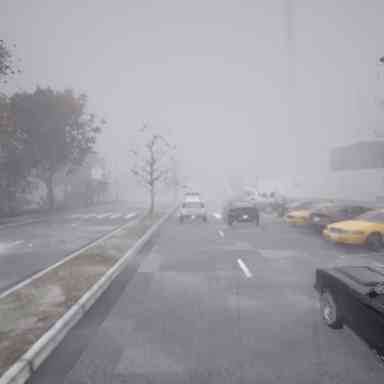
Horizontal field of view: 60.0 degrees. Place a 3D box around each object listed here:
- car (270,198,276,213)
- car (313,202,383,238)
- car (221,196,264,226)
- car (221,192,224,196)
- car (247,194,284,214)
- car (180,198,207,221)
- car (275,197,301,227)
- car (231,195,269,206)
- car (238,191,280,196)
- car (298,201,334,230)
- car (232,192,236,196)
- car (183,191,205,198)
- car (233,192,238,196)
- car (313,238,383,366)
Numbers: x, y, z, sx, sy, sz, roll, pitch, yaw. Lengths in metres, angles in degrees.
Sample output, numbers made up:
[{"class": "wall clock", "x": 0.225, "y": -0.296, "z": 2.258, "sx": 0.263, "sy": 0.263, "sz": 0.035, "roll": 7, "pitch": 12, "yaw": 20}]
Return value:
[{"class": "car", "x": 8.052, "y": 1.311, "z": 22.524, "sx": 4.674, "sy": 1.452, "sz": 2.002, "roll": 1, "pitch": 0, "yaw": -20}, {"class": "car", "x": 7.888, "y": 1.365, "z": 13.509, "sx": 5.366, "sy": 1.575, "sz": 1.946, "roll": 1, "pitch": 1, "yaw": -20}, {"class": "car", "x": 3.087, "y": 1.264, "z": 21.687, "sx": 1.882, "sy": 1.535, "sz": 5.008, "roll": 0, "pitch": 1, "yaw": 0}, {"class": "car", "x": 7.867, "y": 1.074, "z": 52.278, "sx": 5.366, "sy": 1.575, "sz": 1.946, "roll": 1, "pitch": 1, "yaw": -20}, {"class": "car", "x": 8.061, "y": 1.194, "z": 31.464, "sx": 4.892, "sy": 1.521, "sz": 2.231, "roll": 1, "pitch": 1, "yaw": -20}, {"class": "car", "x": 0.085, "y": 1.360, "z": 24.561, "sx": 1.895, "sy": 1.301, "sz": 4.718, "roll": 0, "pitch": 1, "yaw": 0}, {"class": "car", "x": 7.885, "y": 1.296, "z": 19.475, "sx": 5.366, "sy": 1.575, "sz": 1.946, "roll": 1, "pitch": 1, "yaw": -20}, {"class": "car", "x": 8.068, "y": 1.136, "z": 46.393, "sx": 4.792, "sy": 1.488, "sz": 2.163, "roll": 1, "pitch": 0, "yaw": -20}, {"class": "car", "x": 8.079, "y": 0.919, "z": 34.463, "sx": 5.566, "sy": 2.045, "sz": 2.435, "roll": 1, "pitch": 0, "yaw": -20}, {"class": "car", "x": 8.086, "y": 1.365, "z": 16.571, "sx": 4.792, "sy": 1.488, "sz": 2.163, "roll": 1, "pitch": 0, "yaw": -20}, {"class": "car", "x": 8.218, "y": 1.118, "z": 43.463, "sx": 5.366, "sy": 1.575, "sz": 1.946, "roll": 1, "pitch": 0, "yaw": -20}, {"class": "car", "x": 0.077, "y": 0.869, "z": 40.181, "sx": 2.150, "sy": 2.045, "sz": 5.566, "roll": 0, "pitch": 1, "yaw": 0}, {"class": "car", "x": 8.039, "y": 1.136, "z": 40.415, "sx": 4.892, "sy": 1.521, "sz": 2.231, "roll": 1, "pitch": 0, "yaw": -20}, {"class": "car", "x": 3.098, "y": 1.574, "z": 3.864, "sx": 1.895, "sy": 1.301, "sz": 4.718, "roll": 0, "pitch": 0, "yaw": 0}]
